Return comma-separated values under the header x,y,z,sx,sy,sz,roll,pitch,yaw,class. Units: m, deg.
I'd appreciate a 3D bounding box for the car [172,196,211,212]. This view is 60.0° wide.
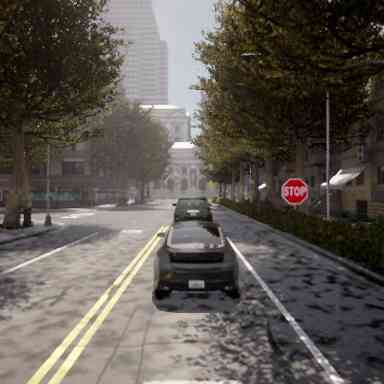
x,y,z,sx,sy,sz,roll,pitch,yaw,class
-0.014,1.271,20.146,2.150,2.045,5.566,0,0,-2,car

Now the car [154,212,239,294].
x,y,z,sx,sy,sz,roll,pitch,yaw,class
0.089,1.528,8.847,1.837,1.490,4.892,0,0,0,car
